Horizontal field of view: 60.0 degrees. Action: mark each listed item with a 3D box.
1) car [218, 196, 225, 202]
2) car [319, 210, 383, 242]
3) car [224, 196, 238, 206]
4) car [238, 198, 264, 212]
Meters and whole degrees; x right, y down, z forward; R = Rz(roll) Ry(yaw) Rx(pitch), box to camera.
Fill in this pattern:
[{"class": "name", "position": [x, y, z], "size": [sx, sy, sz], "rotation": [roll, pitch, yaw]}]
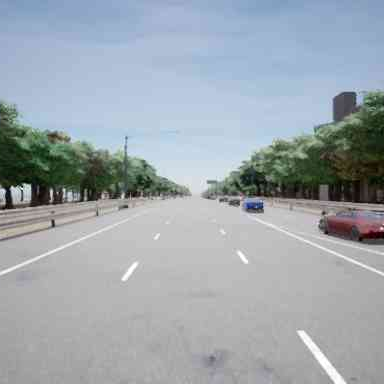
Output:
[{"class": "car", "position": [7.067, 1.624, 75.273], "size": [1.812, 1.442, 4.674], "rotation": [0, 0, 0]}, {"class": "car", "position": [8.109, 1.573, 16.570], "size": [1.994, 1.385, 4.181], "rotation": [0, 0, -8]}, {"class": "car", "position": [7.005, 1.531, 55.702], "size": [1.812, 1.442, 4.674], "rotation": [0, 0, 0]}, {"class": "car", "position": [6.992, 1.474, 38.585], "size": [1.882, 1.535, 5.008], "rotation": [0, 0, 0]}]
